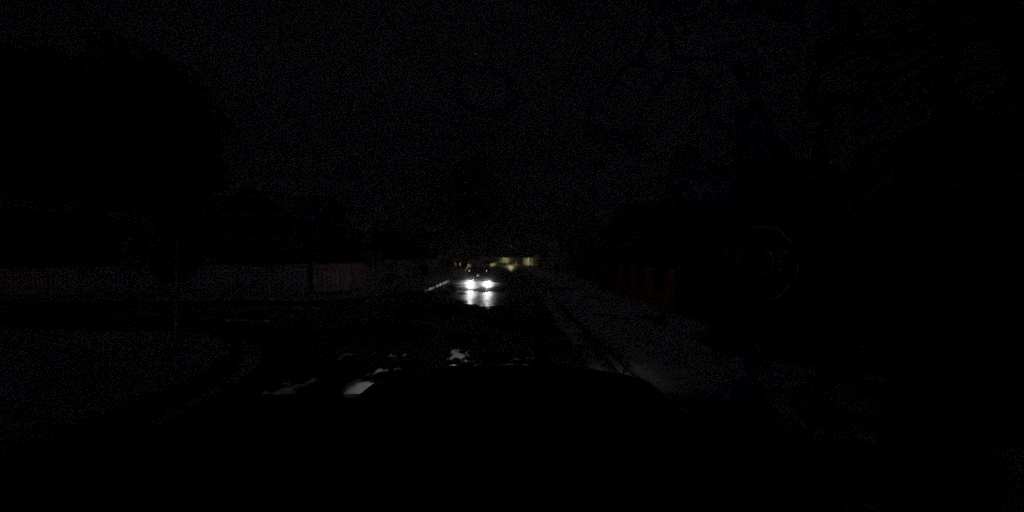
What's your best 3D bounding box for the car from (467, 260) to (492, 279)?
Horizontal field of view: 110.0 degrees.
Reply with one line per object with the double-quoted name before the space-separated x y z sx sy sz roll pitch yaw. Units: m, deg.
"car" -2.805 1.282 31.732 1.895 1.301 4.718 0 0 0
